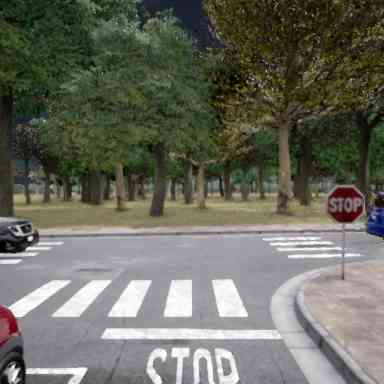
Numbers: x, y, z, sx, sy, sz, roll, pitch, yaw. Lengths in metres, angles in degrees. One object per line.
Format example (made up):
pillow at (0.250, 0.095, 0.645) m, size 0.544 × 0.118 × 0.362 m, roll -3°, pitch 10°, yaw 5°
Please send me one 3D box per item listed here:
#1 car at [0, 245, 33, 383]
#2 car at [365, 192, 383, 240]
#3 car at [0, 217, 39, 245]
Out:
car at (-2.650, 1.431, 1.666) m, size 1.967 × 1.590 × 4.097 m, roll -1°, pitch 0°, yaw 0°
car at (9.333, 0.972, 12.020) m, size 5.566 × 2.045 × 2.150 m, roll -1°, pitch 1°, yaw 3°
car at (-8.348, 1.318, 11.476) m, size 5.566 × 2.045 × 2.150 m, roll -1°, pitch 1°, yaw 0°
